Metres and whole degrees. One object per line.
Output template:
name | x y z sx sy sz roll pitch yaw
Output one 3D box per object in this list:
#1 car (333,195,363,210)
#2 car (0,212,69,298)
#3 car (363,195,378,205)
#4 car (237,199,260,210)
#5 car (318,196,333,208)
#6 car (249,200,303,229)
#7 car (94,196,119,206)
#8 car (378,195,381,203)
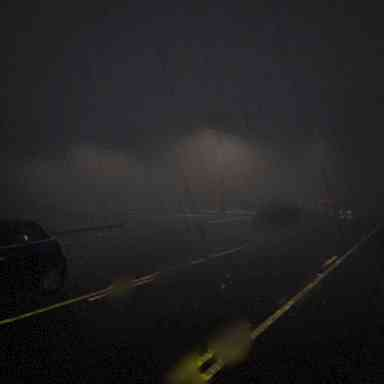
car | 20.107 1.489 42.858 2.128 1.511 4.902 0 0 35
car | -4.822 1.352 6.437 2.097 1.767 4.553 0 0 34
car | 31.103 1.574 58.836 1.895 1.301 4.718 0 0 35
car | 7.632 1.562 40.530 4.181 1.385 1.994 0 0 29
car | 20.022 1.349 48.915 2.097 1.767 4.553 0 0 35
car | 5.877 1.477 22.081 1.882 1.535 5.008 0 0 34
car | -14.367 1.490 55.704 4.902 1.511 2.128 0 0 34
car | 37.140 1.370 67.617 1.837 1.490 4.892 0 1 34
